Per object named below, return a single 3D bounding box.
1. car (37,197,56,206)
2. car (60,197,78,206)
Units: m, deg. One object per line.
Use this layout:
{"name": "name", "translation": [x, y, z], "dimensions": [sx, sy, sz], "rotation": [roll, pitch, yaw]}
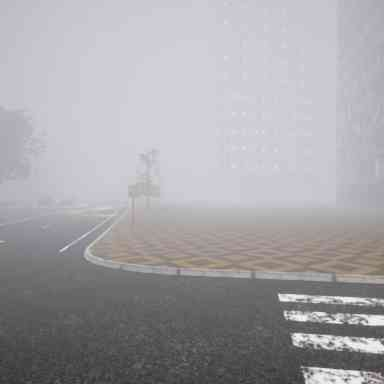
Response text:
{"name": "car", "translation": [-22.187, 1.421, 50.983], "dimensions": [1.994, 1.385, 4.181], "rotation": [0, 0, -10]}
{"name": "car", "translation": [-18.987, 1.447, 51.555], "dimensions": [1.994, 1.385, 4.181], "rotation": [0, 0, -10]}
